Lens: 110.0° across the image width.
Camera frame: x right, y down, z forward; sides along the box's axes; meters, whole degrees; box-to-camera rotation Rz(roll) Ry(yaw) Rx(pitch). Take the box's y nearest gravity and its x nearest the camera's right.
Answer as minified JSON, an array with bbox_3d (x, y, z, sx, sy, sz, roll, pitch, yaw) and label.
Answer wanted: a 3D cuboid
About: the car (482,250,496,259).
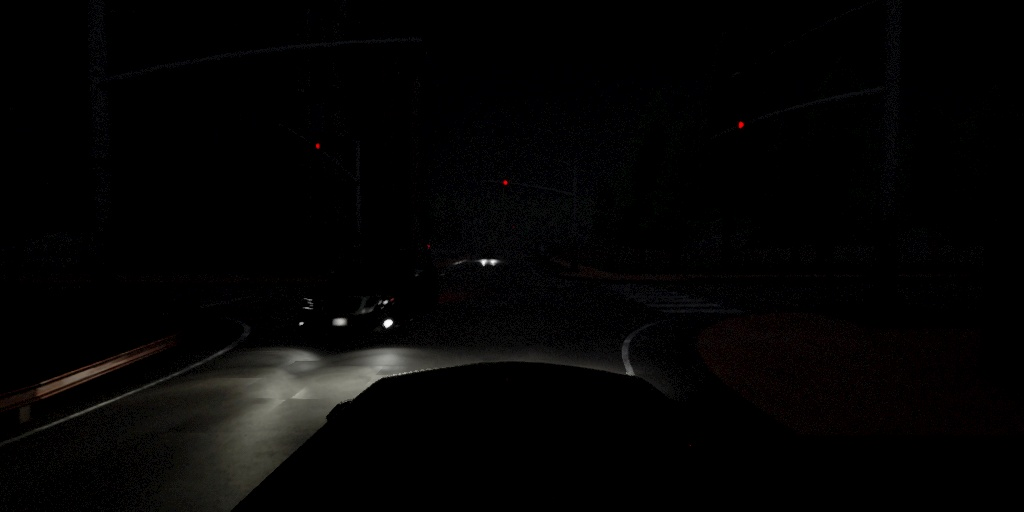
[{"bbox_3d":[-3.504,-0.280,54.671,1.895,1.301,4.718,0,2,0],"label":"car"}]

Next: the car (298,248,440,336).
[{"bbox_3d":[-3.507,0.852,10.050,2.150,2.045,5.566,0,3,0],"label":"car"}]
